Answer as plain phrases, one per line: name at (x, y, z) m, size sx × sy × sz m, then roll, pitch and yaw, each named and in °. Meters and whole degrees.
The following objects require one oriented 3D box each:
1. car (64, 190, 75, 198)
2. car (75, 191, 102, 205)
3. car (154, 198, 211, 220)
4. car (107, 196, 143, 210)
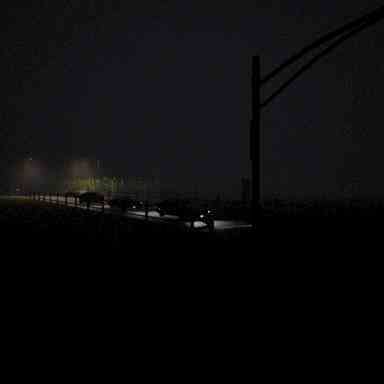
car at (-22.508, 0.356, 62.019) m, size 1.882 × 1.535 × 5.008 m, roll 0°, pitch 1°, yaw -35°
car at (-12.444, 0.744, 41.067) m, size 1.882 × 1.535 × 5.008 m, roll 0°, pitch 1°, yaw -35°
car at (-0.854, 1.180, 24.355) m, size 2.033 × 1.411 × 5.357 m, roll 0°, pitch 1°, yaw -35°
car at (-6.586, 1.052, 32.610) m, size 1.895 × 1.301 × 4.718 m, roll 0°, pitch 1°, yaw -35°
